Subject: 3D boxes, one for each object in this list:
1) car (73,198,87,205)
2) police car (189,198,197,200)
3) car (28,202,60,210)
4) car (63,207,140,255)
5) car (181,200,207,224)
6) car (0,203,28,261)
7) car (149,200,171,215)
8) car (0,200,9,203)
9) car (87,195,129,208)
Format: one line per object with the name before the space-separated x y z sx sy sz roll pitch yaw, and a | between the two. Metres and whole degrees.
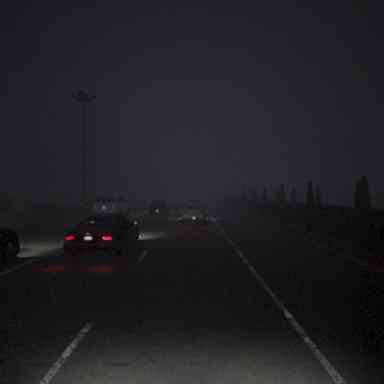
car | -17.435 1.657 53.404 1.837 1.490 4.892 0 -1 0
police car | 0.158 1.612 42.526 2.038 1.542 4.974 0 0 0
car | -14.034 1.608 30.932 2.033 1.411 5.357 0 0 0
car | -3.383 1.565 13.365 2.033 1.411 5.357 0 0 0
car | 0.126 1.572 25.188 1.812 1.442 4.674 0 0 0
car | -6.881 1.362 9.394 2.097 1.767 4.553 0 0 0
car | -3.353 1.580 34.734 1.837 1.490 4.892 0 0 0
car | -21.031 1.552 35.321 1.882 1.535 5.008 0 0 0
car | -6.861 1.276 28.629 2.150 2.045 5.566 0 0 0
